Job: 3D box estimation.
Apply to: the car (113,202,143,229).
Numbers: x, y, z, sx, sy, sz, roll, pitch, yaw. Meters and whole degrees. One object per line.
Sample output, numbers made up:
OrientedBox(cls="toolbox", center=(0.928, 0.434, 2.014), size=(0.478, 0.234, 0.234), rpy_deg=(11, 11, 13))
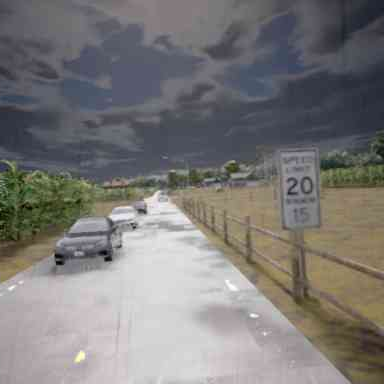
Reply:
OrientedBox(cls="car", center=(-4.681, 1.727, 22.967), size=(1.812, 1.442, 4.674), rpy_deg=(-3, 0, -5))

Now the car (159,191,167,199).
OrientedBox(cls="car", center=(-7.627, 0.787, 87.591), size=(2.150, 2.045, 5.566), rpy_deg=(-3, 1, -5))

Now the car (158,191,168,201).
OrientedBox(cls="car", center=(-6.688, 0.967, 77.145), size=(2.150, 2.045, 5.566), rpy_deg=(-3, 1, -5))

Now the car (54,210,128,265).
OrientedBox(cls="car", center=(-3.794, 1.711, 12.849), size=(1.812, 1.442, 4.674), rpy_deg=(-3, 0, -5))

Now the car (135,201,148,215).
OrientedBox(cls="car", center=(-5.855, 1.731, 36.944), size=(2.033, 1.411, 5.357), rpy_deg=(-3, 0, -4))
